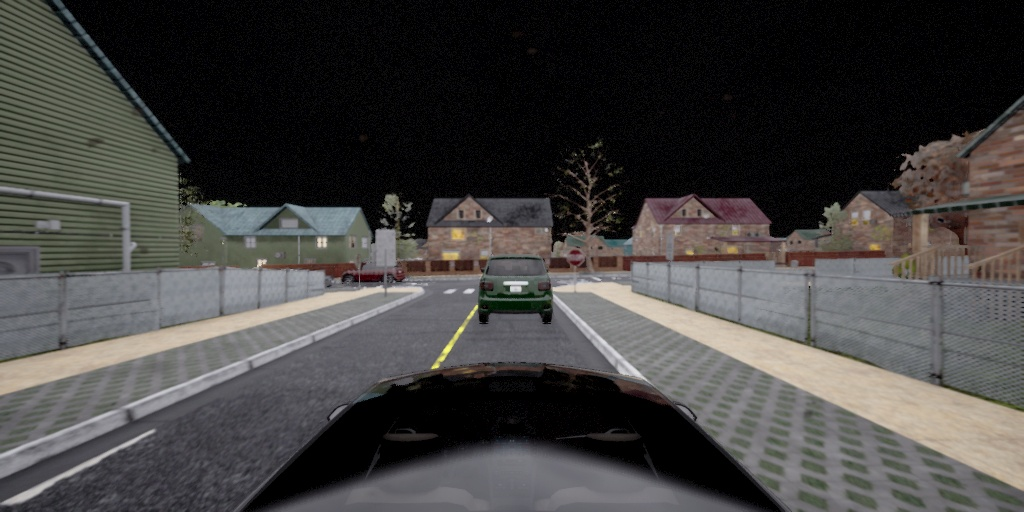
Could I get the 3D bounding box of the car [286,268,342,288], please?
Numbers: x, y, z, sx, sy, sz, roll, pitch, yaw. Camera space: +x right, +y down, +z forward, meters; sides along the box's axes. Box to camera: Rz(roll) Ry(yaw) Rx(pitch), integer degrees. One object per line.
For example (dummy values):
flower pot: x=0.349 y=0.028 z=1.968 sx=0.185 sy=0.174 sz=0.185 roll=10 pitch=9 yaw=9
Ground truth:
car: x=-14.612 y=1.577 z=24.595 sx=4.674 sy=1.442 sz=1.812 roll=-1 pitch=1 yaw=0

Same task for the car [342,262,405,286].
car: x=-10.664 y=1.265 z=27.480 sx=4.553 sy=1.767 sz=2.097 roll=-1 pitch=1 yaw=5

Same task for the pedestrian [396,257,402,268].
pedestrian: x=-9.636 y=0.984 z=30.453 sx=0.375 sy=1.860 sz=0.375 roll=0 pitch=2 yaw=0

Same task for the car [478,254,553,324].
car: x=0.101 y=0.961 z=12.111 sx=2.150 sy=2.045 sz=5.566 roll=0 pitch=0 yaw=0
